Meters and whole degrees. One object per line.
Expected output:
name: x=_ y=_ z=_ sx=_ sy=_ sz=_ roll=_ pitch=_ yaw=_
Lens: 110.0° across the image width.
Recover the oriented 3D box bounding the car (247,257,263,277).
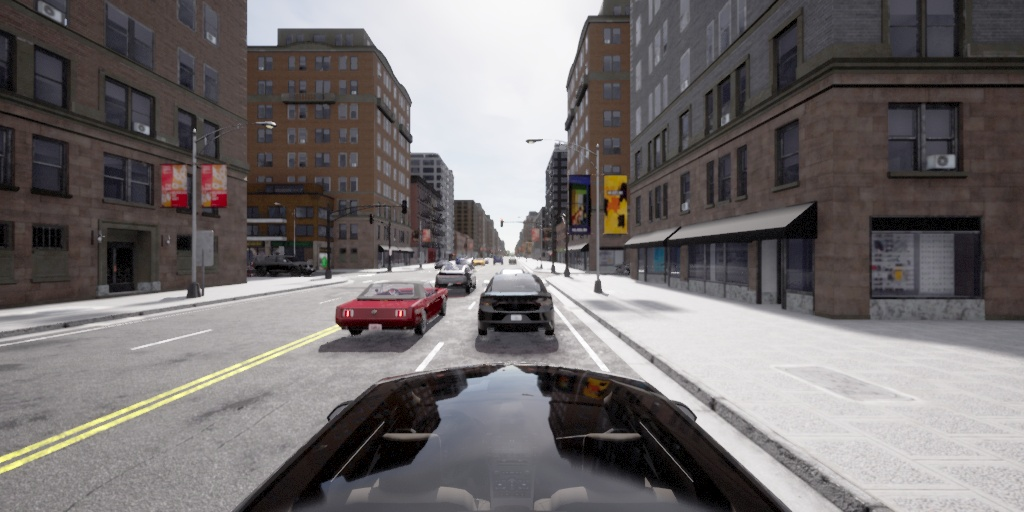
car: x=-25.359 y=1.154 z=32.223 sx=4.097 sy=1.591 sz=1.967 roll=0 pitch=0 yaw=0

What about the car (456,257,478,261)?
car: x=-6.499 y=1.209 z=51.143 sx=2.128 sy=1.511 sz=4.902 roll=0 pitch=0 yaw=0

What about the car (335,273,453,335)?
car: x=-3.133 y=1.346 z=10.458 sx=1.895 sy=1.301 sz=4.718 roll=0 pitch=0 yaw=0

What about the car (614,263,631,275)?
car: x=13.303 y=1.256 z=37.789 sx=4.902 sy=1.511 sz=2.128 roll=0 pitch=0 yaw=0

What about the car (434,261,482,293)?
car: x=-3.110 y=1.231 z=20.393 sx=2.128 sy=1.511 sz=4.902 roll=0 pitch=0 yaw=0

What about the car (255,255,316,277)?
car: x=-22.120 y=0.942 z=34.740 sx=5.566 sy=2.045 sz=2.150 roll=0 pitch=0 yaw=0

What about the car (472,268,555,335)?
car: x=0.111 y=1.223 z=10.478 sx=1.882 sy=1.535 sz=5.008 roll=0 pitch=0 yaw=0
